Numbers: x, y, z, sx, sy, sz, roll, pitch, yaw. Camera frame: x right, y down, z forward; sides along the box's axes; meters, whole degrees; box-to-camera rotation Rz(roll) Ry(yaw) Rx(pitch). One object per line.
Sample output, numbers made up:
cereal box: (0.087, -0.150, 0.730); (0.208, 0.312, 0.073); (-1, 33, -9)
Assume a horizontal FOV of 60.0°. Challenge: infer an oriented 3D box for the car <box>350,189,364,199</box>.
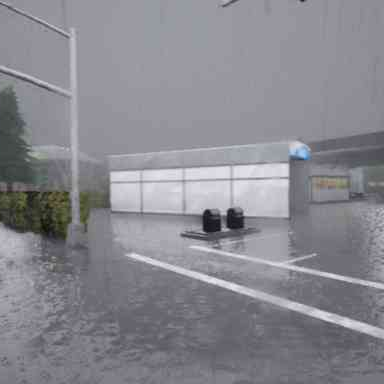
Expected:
car: (26.467, 0.376, 54.855); (4.611, 1.667, 2.242); (-1, 1, -41)
